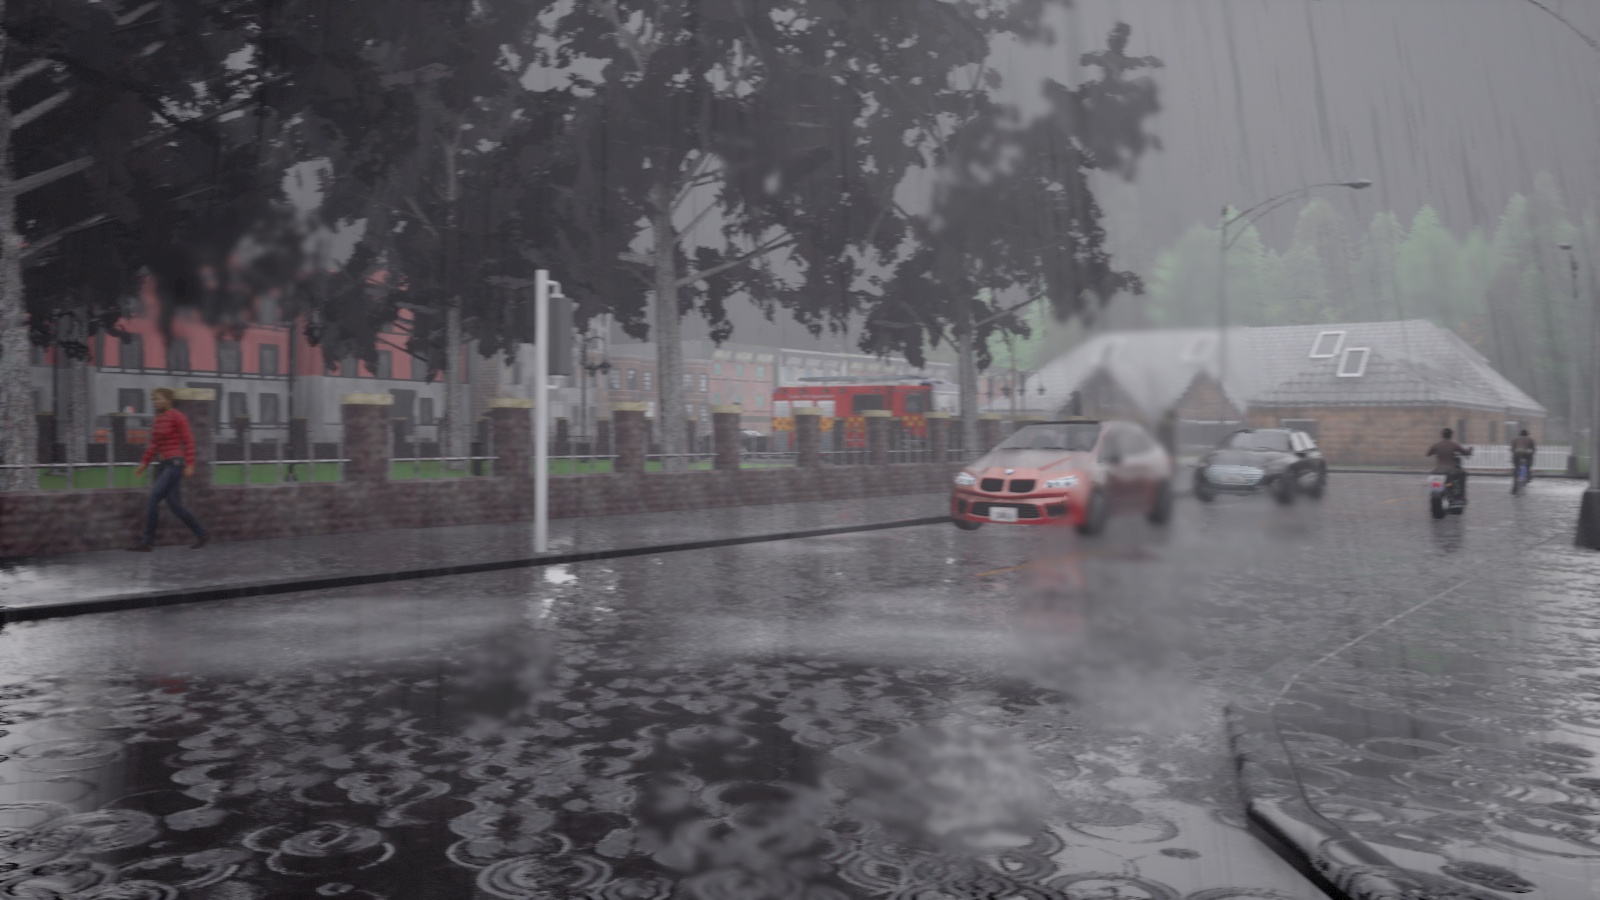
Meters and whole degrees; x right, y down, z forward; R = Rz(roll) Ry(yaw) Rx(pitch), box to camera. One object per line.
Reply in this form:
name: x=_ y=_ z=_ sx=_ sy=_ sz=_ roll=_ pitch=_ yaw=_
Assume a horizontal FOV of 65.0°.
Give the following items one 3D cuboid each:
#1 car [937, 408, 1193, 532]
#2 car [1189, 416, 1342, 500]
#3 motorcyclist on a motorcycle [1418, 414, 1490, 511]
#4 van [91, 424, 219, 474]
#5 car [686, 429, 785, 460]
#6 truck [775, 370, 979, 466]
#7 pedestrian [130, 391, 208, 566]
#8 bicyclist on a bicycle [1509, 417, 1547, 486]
car: x=4.213 y=0.222 z=19.352 sx=2.242 sy=1.667 sz=4.611 roll=0 pitch=1 yaw=35
car: x=10.230 y=0.116 z=27.375 sx=2.033 sy=1.649 sz=4.856 roll=0 pitch=1 yaw=34
motorcyclist on a motorcycle: x=11.831 y=0.195 z=22.679 sx=0.766 sy=1.649 sz=2.350 roll=0 pitch=1 yaw=37
van: x=-27.121 y=-0.076 z=52.926 sx=1.775 sy=1.987 sz=4.442 roll=0 pitch=1 yaw=38
car: x=-3.324 y=-0.276 z=63.916 sx=5.008 sy=1.535 sz=1.882 roll=0 pitch=1 yaw=37
truck: x=3.194 y=-1.325 z=53.767 sx=8.468 sy=3.827 sz=2.891 roll=0 pitch=1 yaw=36
pedestrian: x=-6.805 y=0.295 z=13.551 sx=0.331 sy=1.846 sz=0.636 roll=0 pitch=1 yaw=37
bicyclist on a bicycle: x=17.497 y=0.018 z=30.173 sx=0.582 sy=1.620 sz=1.656 roll=0 pitch=1 yaw=37
